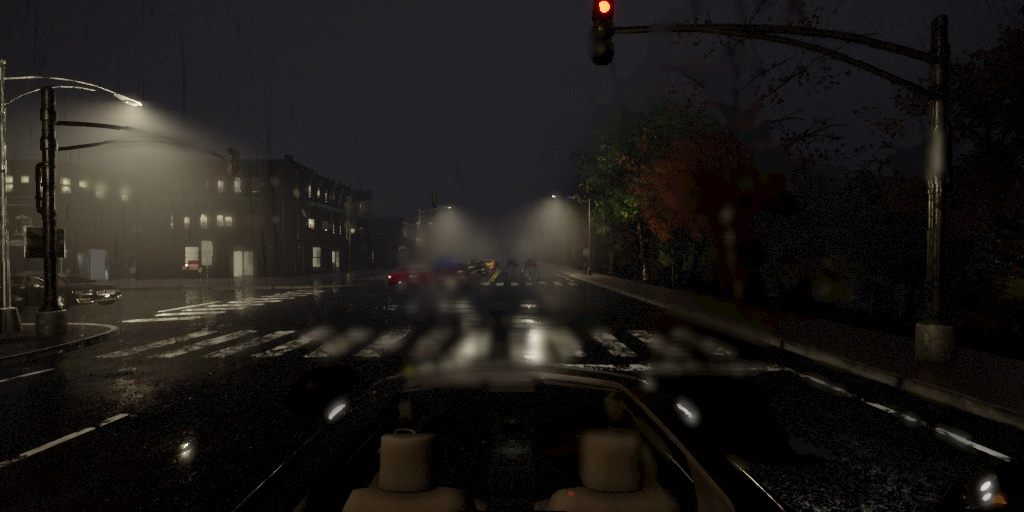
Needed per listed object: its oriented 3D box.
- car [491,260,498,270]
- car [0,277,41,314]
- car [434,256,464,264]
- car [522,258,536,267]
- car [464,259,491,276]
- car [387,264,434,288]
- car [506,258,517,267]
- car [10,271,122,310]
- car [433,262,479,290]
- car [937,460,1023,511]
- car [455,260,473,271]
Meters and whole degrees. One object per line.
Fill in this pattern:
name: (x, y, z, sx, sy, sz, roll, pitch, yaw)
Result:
car: (-3.439, 1.210, 50.877, 1.882, 1.535, 5.008, 0, 0, 0)
car: (-19.970, 1.565, 12.517, 4.313, 1.339, 1.948, 0, 0, 0)
car: (-6.666, 0.961, 36.916, 2.150, 2.045, 5.566, 0, 0, 0)
car: (3.220, 1.204, 63.208, 1.882, 1.535, 5.008, 0, 0, 0)
car: (-3.417, 1.244, 36.299, 1.837, 1.490, 4.892, 0, 0, 0)
car: (-6.656, 1.345, 23.734, 1.895, 1.301, 4.718, 0, 0, 0)
car: (-0.032, 1.204, 63.790, 1.882, 1.535, 5.008, 0, 0, 0)
car: (-19.619, 1.472, 15.223, 4.892, 1.490, 1.837, -1, 1, 0)
car: (-3.393, 1.270, 22.569, 1.812, 1.442, 4.674, 0, 0, 0)
car: (3.355, 1.314, 0.201, 1.994, 1.385, 4.181, 0, 0, 0)
car: (-6.705, 1.296, 50.641, 1.994, 1.385, 4.181, 0, 0, -1)
